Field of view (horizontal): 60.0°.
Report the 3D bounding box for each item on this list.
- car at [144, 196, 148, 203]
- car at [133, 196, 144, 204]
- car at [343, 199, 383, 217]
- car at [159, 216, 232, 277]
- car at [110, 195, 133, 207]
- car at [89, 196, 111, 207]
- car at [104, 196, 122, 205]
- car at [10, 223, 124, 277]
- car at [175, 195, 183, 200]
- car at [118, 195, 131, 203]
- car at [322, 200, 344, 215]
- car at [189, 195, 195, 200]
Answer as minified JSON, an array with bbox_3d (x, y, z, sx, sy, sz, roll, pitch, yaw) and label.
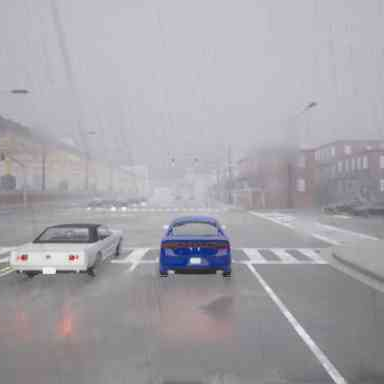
[{"bbox_3d":[-10.501,1.569,70.248,1.895,1.301,4.718,0,0,0],"label":"car"},{"bbox_3d":[-10.520,1.542,60.065,1.994,1.385,4.181,0,0,1],"label":"car"},{"bbox_3d":[16.459,1.552,30.119,4.181,1.385,1.994,0,0,0],"label":"car"},{"bbox_3d":[0.089,1.474,10.307,1.882,1.535,5.008,0,0,0],"label":"car"},{"bbox_3d":[-10.585,1.507,50.365,1.812,1.442,4.674,0,0,-1],"label":"car"},{"bbox_3d":[-14.085,1.508,50.162,1.812,1.442,4.674,0,0,0],"label":"car"},{"bbox_3d":[-14.030,1.483,59.358,1.837,1.490,4.892,0,0,1],"label":"car"},{"bbox_3d":[-3.410,1.597,10.183,1.895,1.301,4.718,0,0,0],"label":"car"},{"bbox_3d":[-3.501,1.468,88.459,1.837,1.490,4.892,0,0,0],"label":"car"},{"bbox_3d":[-14.001,1.475,69.429,1.837,1.490,4.892,0,0,0],"label":"car"},{"bbox_3d":[15.711,1.478,33.621,4.902,1.511,2.128,0,0,0],"label":"car"},{"bbox_3d":[-0.001,1.507,88.509,2.033,1.411,5.357,0,0,0],"label":"car"}]
